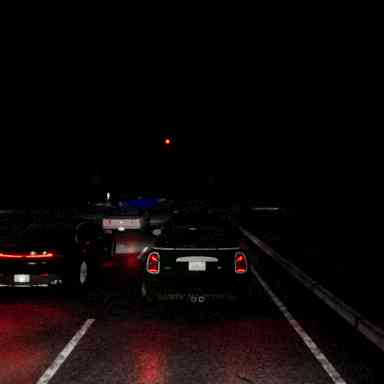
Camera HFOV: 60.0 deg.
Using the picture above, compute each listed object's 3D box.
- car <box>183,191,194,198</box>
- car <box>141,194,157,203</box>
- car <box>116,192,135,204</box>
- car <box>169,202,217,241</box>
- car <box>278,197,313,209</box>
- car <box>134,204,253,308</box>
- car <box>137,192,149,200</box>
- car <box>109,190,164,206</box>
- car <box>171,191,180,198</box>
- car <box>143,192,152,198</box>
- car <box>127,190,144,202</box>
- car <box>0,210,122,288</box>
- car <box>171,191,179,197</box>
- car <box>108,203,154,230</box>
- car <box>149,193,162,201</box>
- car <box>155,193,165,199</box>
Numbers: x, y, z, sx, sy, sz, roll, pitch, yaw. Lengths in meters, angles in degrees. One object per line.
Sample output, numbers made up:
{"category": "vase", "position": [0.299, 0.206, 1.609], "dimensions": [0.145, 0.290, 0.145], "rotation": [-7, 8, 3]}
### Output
{"category": "car", "position": [-0.698, 0.707, 86.045], "dimensions": [1.812, 1.442, 4.674], "rotation": [0, 1, -4]}
{"category": "car", "position": [-7.211, 1.105, 55.967], "dimensions": [2.033, 1.411, 5.357], "rotation": [0, 1, 0]}
{"category": "car", "position": [-10.707, 0.928, 53.818], "dimensions": [2.097, 1.767, 4.553], "rotation": [0, 0, 0]}
{"category": "car", "position": [0.057, 1.388, 17.237], "dimensions": [2.128, 1.511, 4.902], "rotation": [0, 0, 1]}
{"category": "car", "position": [12.246, 1.269, 39.125], "dimensions": [4.181, 1.385, 1.994], "rotation": [0, 1, -3]}
{"category": "car", "position": [0.087, 1.323, 8.041], "dimensions": [2.097, 1.767, 4.553], "rotation": [0, 0, 0]}
{"category": "car", "position": [-10.747, 0.894, 73.484], "dimensions": [2.128, 1.511, 4.902], "rotation": [0, 1, -1]}
{"category": "car", "position": [-5.248, 0.998, 30.920], "dimensions": [2.150, 2.045, 5.566], "rotation": [-1, 0, 30]}
{"category": "car", "position": [-4.157, 0.681, 85.345], "dimensions": [1.882, 1.535, 5.008], "rotation": [0, 1, -4]}
{"category": "car", "position": [-11.085, 0.749, 83.705], "dimensions": [1.812, 1.442, 4.674], "rotation": [0, 1, -2]}
{"category": "car", "position": [-10.694, 0.709, 63.259], "dimensions": [2.150, 2.045, 5.566], "rotation": [0, 1, 0]}
{"category": "car", "position": [-3.417, 1.468, 9.093], "dimensions": [1.837, 1.490, 4.892], "rotation": [0, 0, 0]}
{"category": "car", "position": [-4.937, 0.541, 95.504], "dimensions": [1.837, 1.490, 4.892], "rotation": [0, 1, -7]}
{"category": "car", "position": [-3.439, 1.487, 18.413], "dimensions": [1.895, 1.301, 4.718], "rotation": [0, 1, 0]}
{"category": "car", "position": [-7.185, 1.005, 66.035], "dimensions": [2.033, 1.411, 5.357], "rotation": [0, 1, 1]}
{"category": "car", "position": [-7.318, 0.870, 76.462], "dimensions": [2.033, 1.411, 5.357], "rotation": [0, 1, -1]}
